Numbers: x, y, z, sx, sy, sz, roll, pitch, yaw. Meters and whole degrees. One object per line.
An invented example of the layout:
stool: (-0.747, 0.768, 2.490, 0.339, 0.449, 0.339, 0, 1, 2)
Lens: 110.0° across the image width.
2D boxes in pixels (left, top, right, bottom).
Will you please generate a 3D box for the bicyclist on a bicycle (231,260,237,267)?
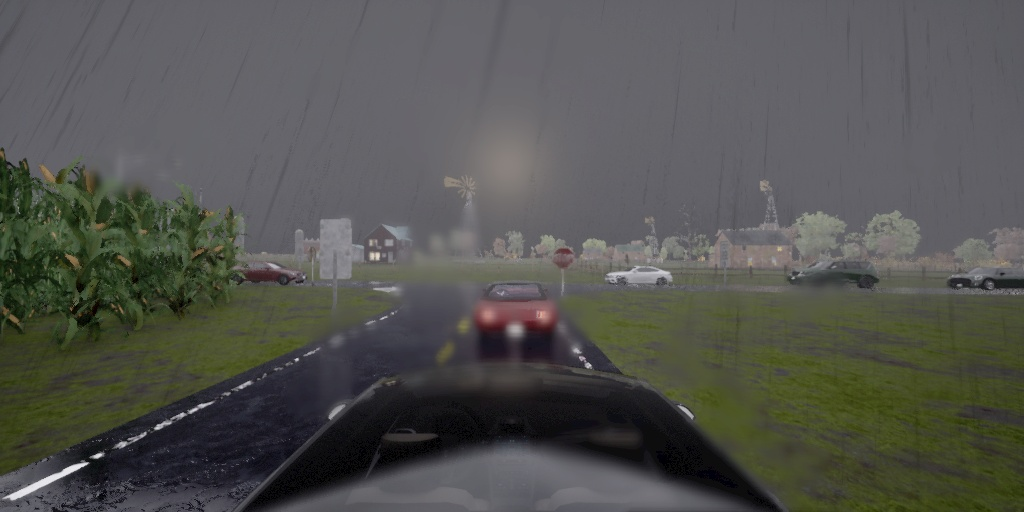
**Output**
bicyclist on a bicycle: (-22.674, 0.988, 28.897, 0.582, 1.620, 1.656, 1, 0, 0)

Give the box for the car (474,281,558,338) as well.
car: (0.139, 1.351, 10.202, 1.895, 1.301, 4.718, 0, 0, 1)

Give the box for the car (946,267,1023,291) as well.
car: (34.805, 1.574, 26.108, 4.553, 1.767, 2.097, 1, -1, 0)

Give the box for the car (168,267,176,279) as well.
car: (-26.544, 0.952, 25.857, 4.902, 1.511, 2.128, 1, -1, 0)

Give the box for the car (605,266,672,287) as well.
car: (9.080, 1.426, 25.780, 4.674, 1.442, 1.812, 1, -1, -4)

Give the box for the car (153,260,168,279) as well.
car: (-26.006, 0.639, 22.918, 5.566, 2.045, 2.150, 1, -1, 0)

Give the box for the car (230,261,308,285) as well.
car: (-15.648, 1.073, 22.958, 4.674, 1.442, 1.812, 1, -1, 0)

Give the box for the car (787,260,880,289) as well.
car: (23.271, 1.305, 26.074, 5.566, 2.045, 2.150, 1, -1, 0)
